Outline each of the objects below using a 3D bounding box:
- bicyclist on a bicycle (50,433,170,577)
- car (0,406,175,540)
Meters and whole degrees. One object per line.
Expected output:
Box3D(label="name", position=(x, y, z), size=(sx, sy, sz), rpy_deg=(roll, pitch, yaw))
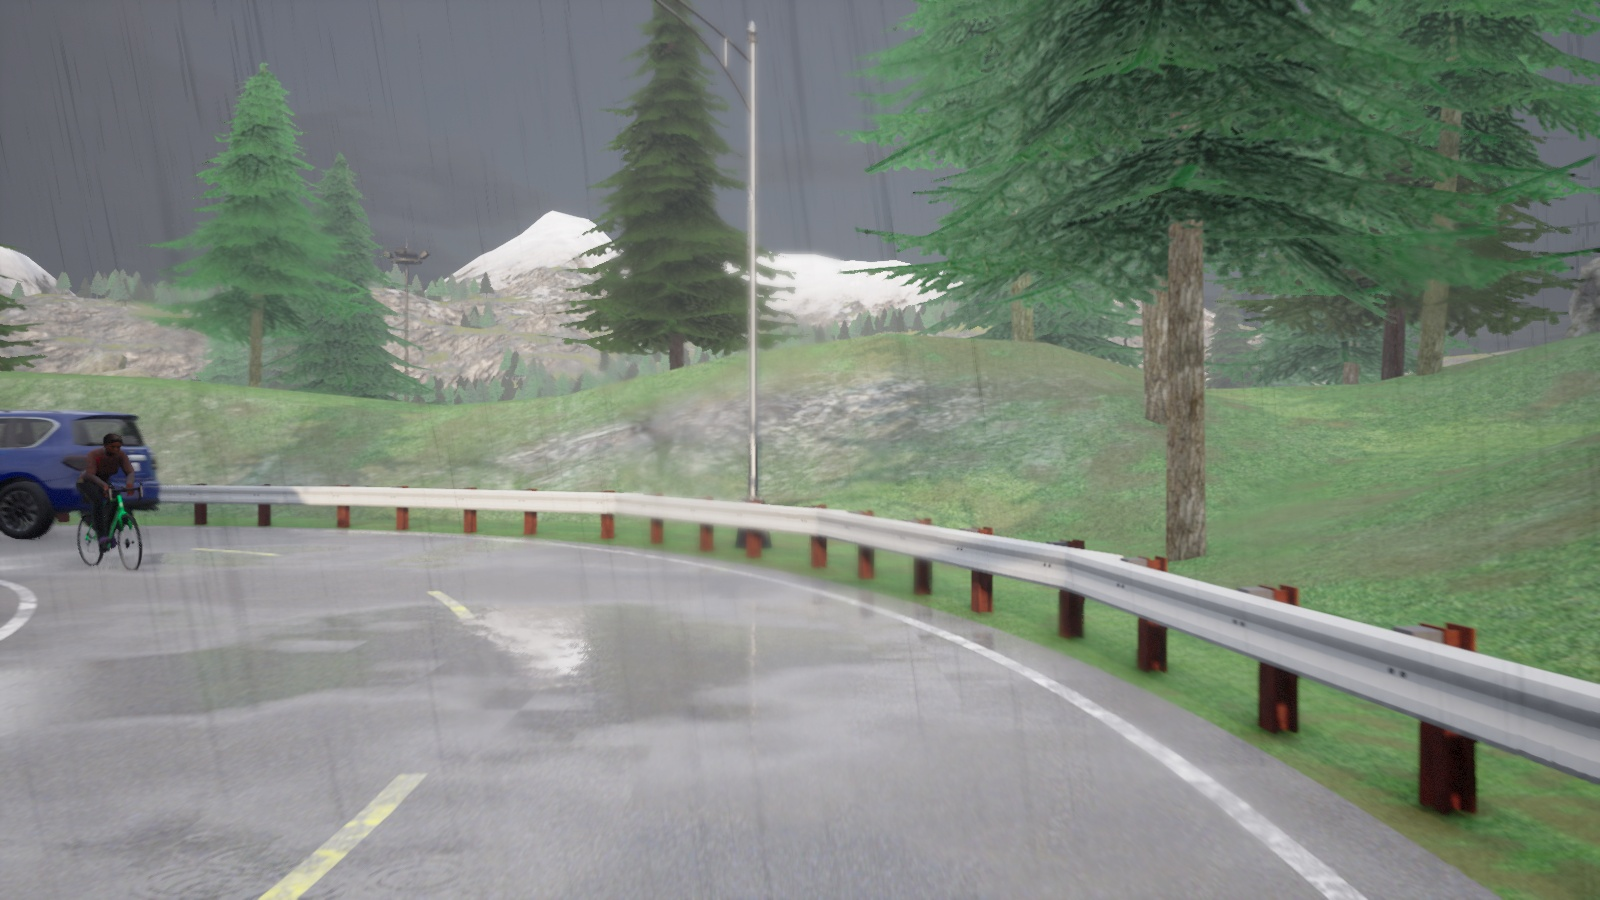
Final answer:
Box3D(label="bicyclist on a bicycle", position=(-8.182, 0.611, 14.876), size=(1.656, 1.620, 0.582), rpy_deg=(1, 2, 37))
Box3D(label="car", position=(-13.513, 0.350, 20.610), size=(5.566, 2.045, 2.150), rpy_deg=(0, 0, 8))
